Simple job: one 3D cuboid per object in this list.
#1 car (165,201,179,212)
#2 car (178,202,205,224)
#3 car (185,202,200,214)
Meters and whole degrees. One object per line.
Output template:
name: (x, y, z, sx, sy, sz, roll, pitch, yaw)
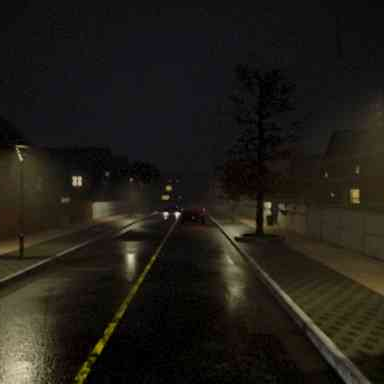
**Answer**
car: (-2.838, 2.047, 47.588, 1.882, 1.535, 5.008, 0, -1, 0)
car: (0.093, 1.783, 27.527, 1.882, 1.535, 5.008, 0, 0, 0)
car: (0.086, 2.008, 42.905, 1.837, 1.490, 4.892, 0, -1, 0)
